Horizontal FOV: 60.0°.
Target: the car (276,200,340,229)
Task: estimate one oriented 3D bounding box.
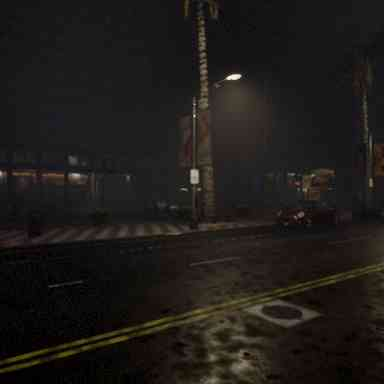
[{"bbox_3d":[7.600,1.366,21.719,4.553,1.767,2.185,0,0,-36],"label":"car"}]
